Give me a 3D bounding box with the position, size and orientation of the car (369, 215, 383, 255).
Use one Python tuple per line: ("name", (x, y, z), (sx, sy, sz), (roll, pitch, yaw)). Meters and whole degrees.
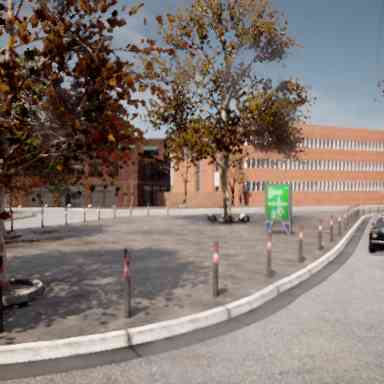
("car", (7.875, 1.546, 12.610), (1.895, 1.301, 4.718), (0, 0, 32))
